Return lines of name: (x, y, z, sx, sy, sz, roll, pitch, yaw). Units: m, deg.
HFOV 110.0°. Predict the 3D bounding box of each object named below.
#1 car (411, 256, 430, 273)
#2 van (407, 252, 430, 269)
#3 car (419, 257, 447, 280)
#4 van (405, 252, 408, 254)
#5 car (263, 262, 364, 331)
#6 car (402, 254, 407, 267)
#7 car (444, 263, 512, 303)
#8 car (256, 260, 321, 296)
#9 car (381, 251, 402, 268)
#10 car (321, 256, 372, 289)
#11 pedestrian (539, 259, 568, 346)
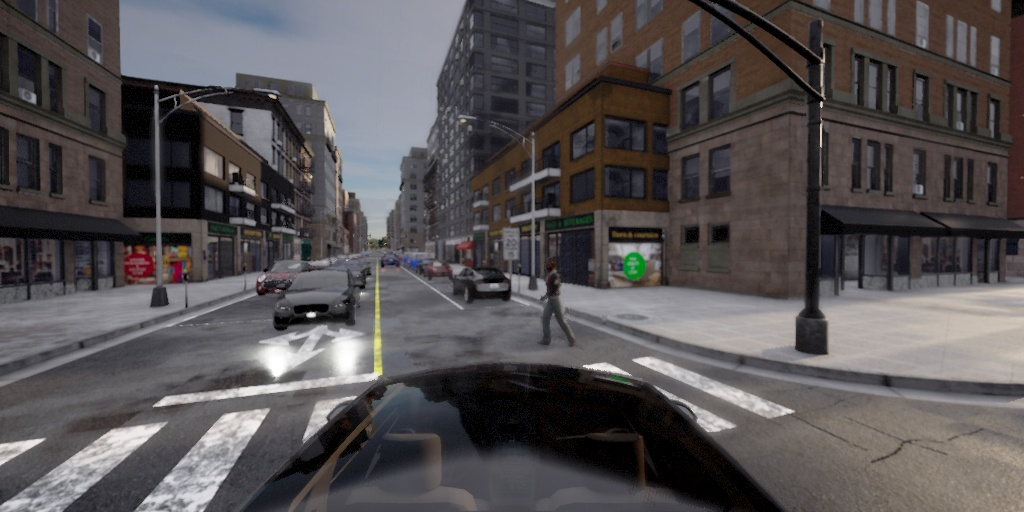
car: (-7.189, 0.864, 30.587, 1.948, 1.339, 4.313, 0, 0, -21)
van: (-9.127, 0.561, 35.745, 1.690, 1.789, 3.998, 0, 0, -21)
car: (-5.251, 0.958, 25.429, 1.802, 1.307, 4.207, 0, 0, -21)
van: (-13.003, 0.410, 46.060, 1.690, 1.789, 3.998, 0, 0, -21)
car: (-5.609, 1.115, 10.766, 1.837, 1.490, 4.892, 0, 1, -21)
car: (-11.065, 0.695, 40.903, 2.007, 1.370, 4.403, 0, 0, -21)
car: (-1.374, 1.102, 15.112, 1.948, 1.339, 4.313, 0, 0, -21)
car: (-10.825, 0.948, 17.449, 1.967, 1.591, 4.097, 0, 0, -21)
car: (-14.804, 0.460, 43.625, 2.097, 1.767, 4.553, 0, 1, -21)
car: (-8.946, 0.963, 19.647, 2.128, 1.511, 4.902, 0, 1, -21)
pedestrian: (0.854, 0.951, 7.427, 0.375, 1.860, 0.375, 0, 1, -21)
